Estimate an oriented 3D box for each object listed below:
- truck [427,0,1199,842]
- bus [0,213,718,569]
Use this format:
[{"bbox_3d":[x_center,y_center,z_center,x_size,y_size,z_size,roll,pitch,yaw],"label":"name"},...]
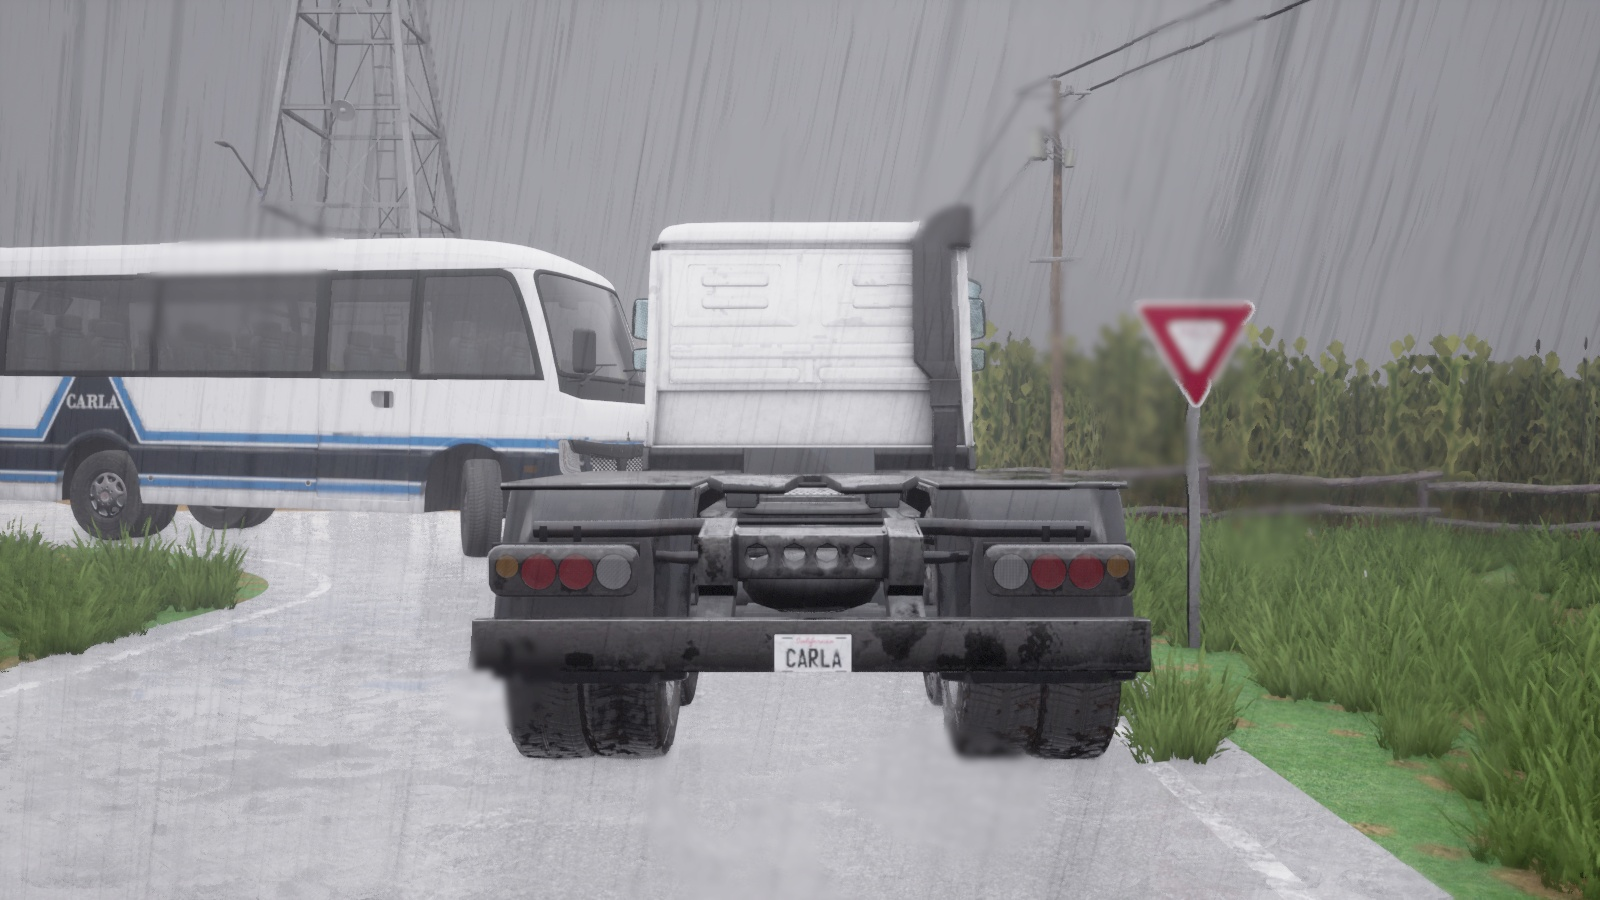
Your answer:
[{"bbox_3d":[0.067,-0.284,8.679,2.891,3.462,7.936,0,0,0],"label":"truck"},{"bbox_3d":[-6.732,-0.824,18.171,10.273,4.253,3.944,1,1,14],"label":"bus"}]
